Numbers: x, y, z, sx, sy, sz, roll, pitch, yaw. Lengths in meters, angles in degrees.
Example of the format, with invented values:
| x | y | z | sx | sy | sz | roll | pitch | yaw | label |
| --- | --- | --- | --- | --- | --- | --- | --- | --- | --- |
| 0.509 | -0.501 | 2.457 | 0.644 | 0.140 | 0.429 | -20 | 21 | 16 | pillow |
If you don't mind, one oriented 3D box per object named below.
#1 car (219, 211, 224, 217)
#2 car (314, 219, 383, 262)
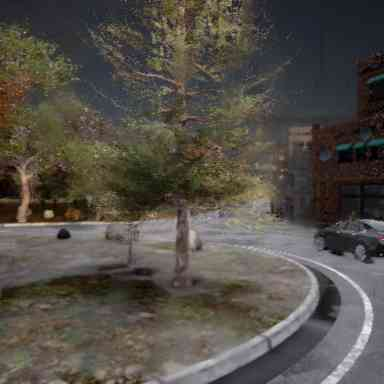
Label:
| x | y | z | sx | sy | sz | roll | pitch | yaw | label |
| --- | --- | --- | --- | --- | --- | --- | --- | --- | --- |
| 5.196 | 2.935 | 49.624 | 2.128 | 1.511 | 4.902 | 0 | -1 | 13 | car |
| 6.906 | 1.889 | 13.754 | 1.837 | 1.490 | 4.892 | 2 | -2 | -8 | car |
